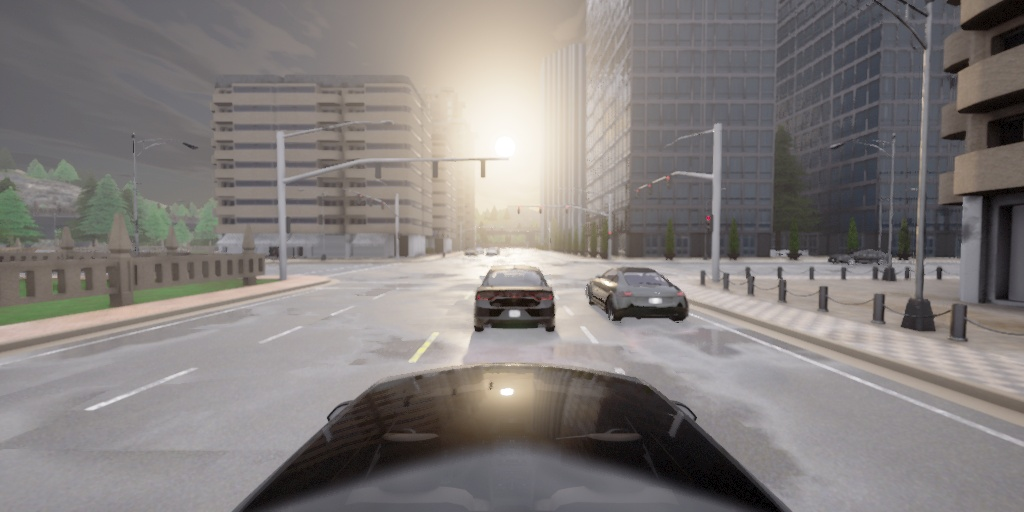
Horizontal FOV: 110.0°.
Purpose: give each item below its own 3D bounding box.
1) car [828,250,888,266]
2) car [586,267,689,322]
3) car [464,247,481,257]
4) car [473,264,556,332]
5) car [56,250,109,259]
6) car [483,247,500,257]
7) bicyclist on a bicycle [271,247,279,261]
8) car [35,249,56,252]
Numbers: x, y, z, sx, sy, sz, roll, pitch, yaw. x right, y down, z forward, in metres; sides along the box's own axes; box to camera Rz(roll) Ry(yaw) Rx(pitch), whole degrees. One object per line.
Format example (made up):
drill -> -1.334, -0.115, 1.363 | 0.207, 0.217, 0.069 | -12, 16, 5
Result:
car -> 33.373, 0.138, 34.540 | 4.892, 1.490, 1.837 | 0, 2, 0
car -> 3.574, 1.016, 10.912 | 1.994, 1.385, 4.181 | 0, 2, 0
car -> -7.033, -0.644, 61.764 | 2.033, 1.411, 5.357 | 0, 2, 1
car -> 0.068, 0.963, 9.873 | 1.882, 1.535, 5.008 | 0, 2, 0
car -> -35.200, 0.309, 29.893 | 4.674, 1.442, 1.812 | 1, 2, 19
car -> -3.539, -0.667, 61.808 | 1.812, 1.442, 4.674 | 0, 2, 1
bicyclist on a bicycle -> -26.084, -0.237, 39.812 | 0.582, 1.620, 1.656 | 0, 2, 7
car -> -50.800, 0.011, 39.109 | 4.674, 1.442, 1.812 | 2, 3, 43
